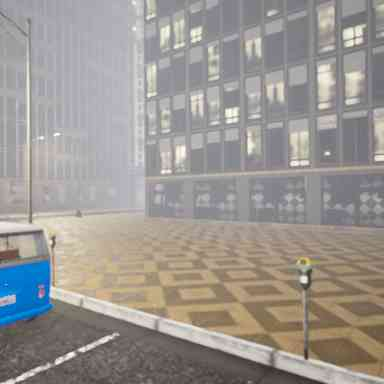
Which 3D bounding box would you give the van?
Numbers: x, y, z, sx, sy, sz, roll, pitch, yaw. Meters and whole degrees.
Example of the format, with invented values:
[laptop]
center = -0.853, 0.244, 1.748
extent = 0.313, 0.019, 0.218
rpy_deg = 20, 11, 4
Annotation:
[van]
center = -4.260, 1.397, 6.033
extent = 3.998, 1.788, 1.690
rpy_deg = -1, -1, 36
